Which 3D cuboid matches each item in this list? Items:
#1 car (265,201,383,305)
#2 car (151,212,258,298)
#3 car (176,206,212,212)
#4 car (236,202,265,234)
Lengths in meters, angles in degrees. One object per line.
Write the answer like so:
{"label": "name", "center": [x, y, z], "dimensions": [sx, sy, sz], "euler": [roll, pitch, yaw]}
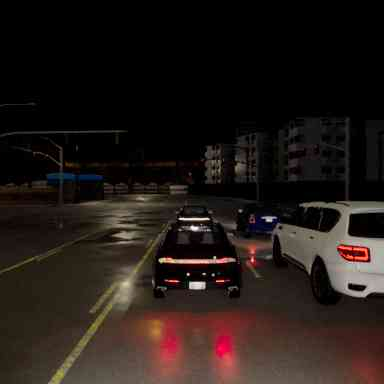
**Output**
{"label": "car", "center": [3.594, 1.220, 8.240], "dimensions": [2.150, 2.045, 5.566], "euler": [0, 0, 0]}
{"label": "car", "center": [0.102, 1.499, 8.527], "dimensions": [2.128, 1.511, 4.902], "euler": [0, 0, 0]}
{"label": "car", "center": [0.111, 1.473, 17.940], "dimensions": [2.128, 1.511, 4.902], "euler": [0, 0, 0]}
{"label": "car", "center": [3.609, 1.328, 17.663], "dimensions": [2.097, 1.767, 4.553], "euler": [0, 0, 0]}
